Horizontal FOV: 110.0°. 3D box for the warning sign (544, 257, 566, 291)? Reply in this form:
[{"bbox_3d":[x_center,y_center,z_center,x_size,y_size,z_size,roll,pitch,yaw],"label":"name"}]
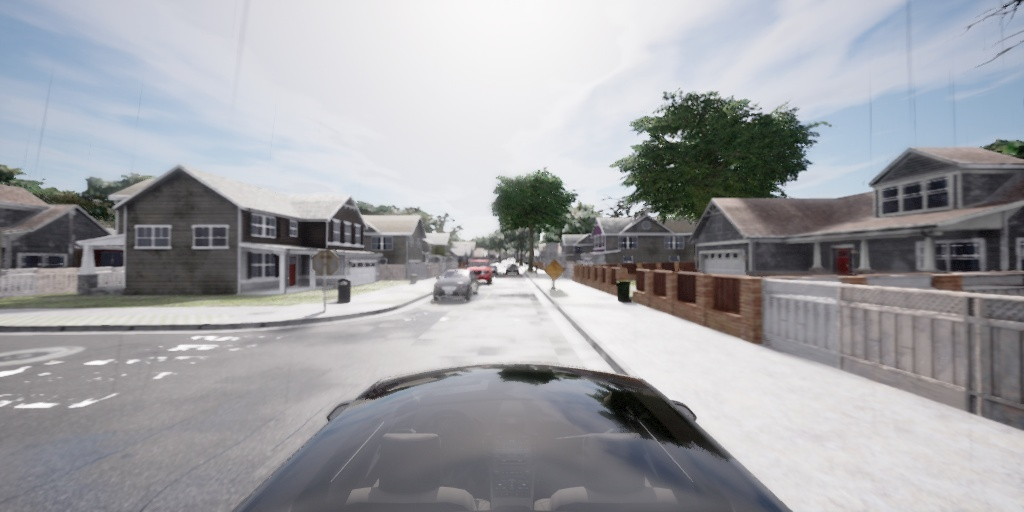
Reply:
[{"bbox_3d":[2.523,1.122,21.274,1.300,1.860,1.060,0,0,0],"label":"warning sign"}]

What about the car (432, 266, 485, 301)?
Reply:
[{"bbox_3d":[-2.887,1.472,19.227,2.128,1.511,4.902,0,-1,2],"label":"car"}]

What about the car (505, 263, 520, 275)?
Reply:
[{"bbox_3d":[0.061,1.878,50.748,1.812,1.442,4.674,0,-1,0],"label":"car"}]

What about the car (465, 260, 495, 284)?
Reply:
[{"bbox_3d":[-2.846,1.353,31.467,2.150,2.045,5.566,0,-1,-1],"label":"car"}]

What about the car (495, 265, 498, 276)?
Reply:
[{"bbox_3d":[-2.802,1.870,48.119,2.033,1.411,5.357,0,-1,0],"label":"car"}]
